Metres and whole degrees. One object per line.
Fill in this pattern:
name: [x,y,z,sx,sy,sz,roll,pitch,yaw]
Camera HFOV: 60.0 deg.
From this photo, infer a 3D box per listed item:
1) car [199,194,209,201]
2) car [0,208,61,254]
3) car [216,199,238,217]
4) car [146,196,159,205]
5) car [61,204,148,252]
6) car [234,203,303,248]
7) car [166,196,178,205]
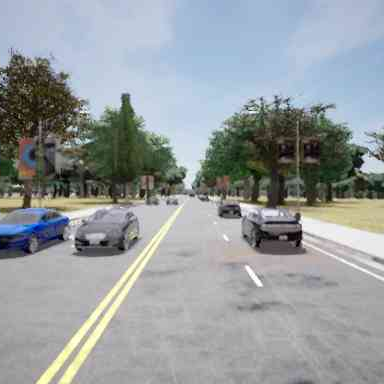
car: [3.252,1.530,82.136,1.812,1.442,4.674,0,0,0]
car: [-6.601,1.443,13.550,1.882,1.535,5.008,0,0,0]
car: [3.350,1.442,30.557,1.837,1.490,4.892,0,0,0]
car: [-6.557,1.453,55.635,1.837,1.490,4.892,0,0,0]
car: [-3.349,1.456,13.904,2.128,1.511,4.902,0,0,0]
car: [3.351,1.454,14.615,2.128,1.511,4.902,0,0,0]
car: [-3.307,1.440,55.635,2.128,1.511,4.902,0,0,0]
